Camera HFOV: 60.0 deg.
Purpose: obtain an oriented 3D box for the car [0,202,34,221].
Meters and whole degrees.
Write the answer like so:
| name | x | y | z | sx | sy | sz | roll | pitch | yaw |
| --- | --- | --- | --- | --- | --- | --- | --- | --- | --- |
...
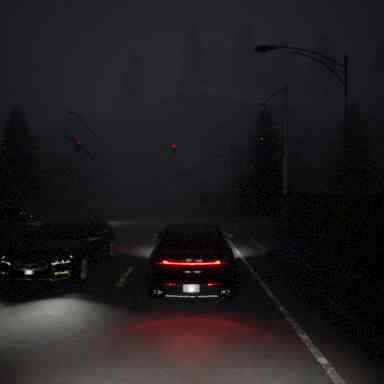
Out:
| name | x | y | z | sx | sy | sz | roll | pitch | yaw |
| --- | --- | --- | --- | --- | --- | --- | --- | --- | --- |
| car | -14.058 | 1.491 | 24.093 | 4.902 | 1.511 | 2.128 | 0 | 0 | 1 |

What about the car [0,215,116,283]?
| name | x | y | z | sx | sy | sz | roll | pitch | yaw |
| --- | --- | --- | --- | --- | --- | --- | --- | --- | --- |
| car | -3.568 | 1.504 | 9.733 | 1.837 | 1.490 | 4.892 | 0 | 0 | 0 |

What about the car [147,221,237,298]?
| name | x | y | z | sx | sy | sz | roll | pitch | yaw |
| --- | --- | --- | --- | --- | --- | --- | --- | --- | --- |
| car | 0.028 | 1.505 | 8.477 | 1.837 | 1.490 | 4.892 | 0 | 0 | 1 |
